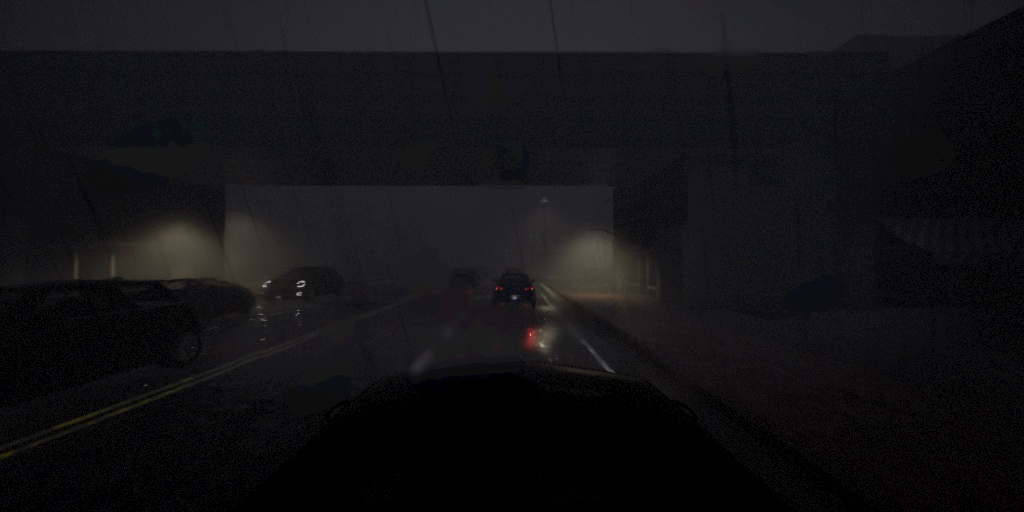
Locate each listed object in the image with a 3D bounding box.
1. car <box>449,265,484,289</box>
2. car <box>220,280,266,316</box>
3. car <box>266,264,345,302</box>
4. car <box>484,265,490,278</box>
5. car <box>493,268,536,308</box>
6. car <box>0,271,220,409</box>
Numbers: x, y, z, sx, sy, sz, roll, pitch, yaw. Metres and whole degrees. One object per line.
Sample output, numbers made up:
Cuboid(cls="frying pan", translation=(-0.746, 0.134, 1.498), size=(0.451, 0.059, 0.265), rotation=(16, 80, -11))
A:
Cuboid(cls="car", translation=(-3.398, 1.553, 26.430), size=(1.882, 1.535, 5.008), rotation=(0, -1, 0))
Cuboid(cls="car", translation=(-10.500, 1.441, 11.629), size=(1.994, 1.385, 4.181), rotation=(0, -1, 0))
Cuboid(cls="car", translation=(-10.547, 1.319, 18.486), size=(2.097, 1.767, 4.553), rotation=(0, -1, 0))
Cuboid(cls="car", translation=(-3.740, 1.786, 42.957), size=(2.128, 1.511, 4.902), rotation=(0, -1, -2))
Cuboid(cls="car", translation=(0.110, 1.470, 16.400), size=(1.812, 1.442, 4.674), rotation=(0, -1, 0))
Cuboid(cls="car", translation=(-7.100, 1.143, 5.073), size=(2.097, 1.767, 4.553), rotation=(0, -1, 0))
